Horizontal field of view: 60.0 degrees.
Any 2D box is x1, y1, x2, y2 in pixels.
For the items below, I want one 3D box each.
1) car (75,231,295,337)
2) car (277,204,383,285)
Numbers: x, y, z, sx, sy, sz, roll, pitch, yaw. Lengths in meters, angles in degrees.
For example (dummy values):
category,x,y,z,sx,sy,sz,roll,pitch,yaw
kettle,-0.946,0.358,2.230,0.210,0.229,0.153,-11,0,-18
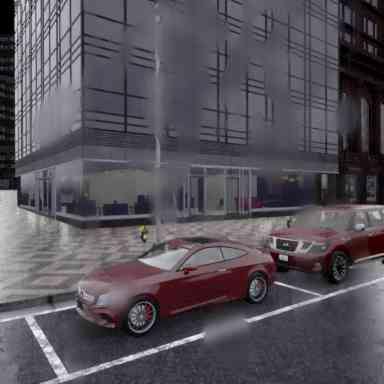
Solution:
category,x,y,z,sx,sy,sz,roll,pitch,yaw
car,-0.099,1.582,6.575,4.206,1.307,1.802,0,0,-35
car,4.322,1.315,9.721,5.009,1.841,2.192,0,0,-35
